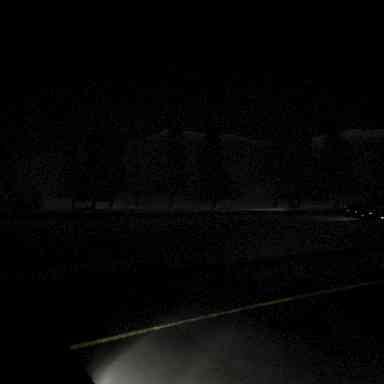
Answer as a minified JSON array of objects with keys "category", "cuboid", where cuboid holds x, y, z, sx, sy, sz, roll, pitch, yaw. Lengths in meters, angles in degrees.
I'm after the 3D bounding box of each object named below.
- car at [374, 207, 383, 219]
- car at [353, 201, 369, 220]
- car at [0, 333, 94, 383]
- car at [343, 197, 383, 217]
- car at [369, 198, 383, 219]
[{"category":"car","cuboid":[14.819,1.830,21.879,4.718,1.301,1.895,1,0,-16]},{"category":"car","cuboid":[17.198,1.809,29.652,4.674,1.442,1.812,1,0,-13]},{"category":"car","cuboid":[-3.106,1.522,1.478,5.357,1.411,2.033,1,0,-36]},{"category":"car","cuboid":[18.149,1.530,33.502,5.566,2.045,2.150,1,0,-12]},{"category":"car","cuboid":[16.729,1.616,25.914,4.553,1.767,2.097,1,0,-14]}]
